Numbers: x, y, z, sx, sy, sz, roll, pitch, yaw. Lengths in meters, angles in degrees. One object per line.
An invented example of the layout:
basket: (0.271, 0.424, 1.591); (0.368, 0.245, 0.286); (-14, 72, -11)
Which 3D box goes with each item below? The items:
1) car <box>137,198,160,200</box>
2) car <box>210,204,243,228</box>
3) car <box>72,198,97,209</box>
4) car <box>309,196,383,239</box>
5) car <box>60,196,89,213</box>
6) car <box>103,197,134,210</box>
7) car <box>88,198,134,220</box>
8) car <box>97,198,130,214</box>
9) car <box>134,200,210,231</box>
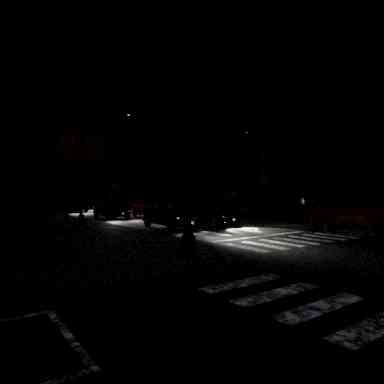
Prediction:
car: (-3.540, 1.313, 29.248); (2.097, 1.767, 4.553); (0, 0, -36)
car: (1.446, 1.538, 22.303); (1.994, 1.385, 4.181); (0, 0, -36)
car: (-14.430, 1.533, 44.475); (1.895, 1.301, 4.718); (0, 0, -35)
car: (9.048, 1.209, 17.642); (2.150, 2.045, 5.566); (0, 0, -36)
car: (-13.118, 1.494, 37.009); (2.033, 1.411, 5.357); (0, 0, -36)
car: (-9.747, 1.480, 43.799); (2.033, 1.411, 5.357); (0, 0, -36)
car: (-6.898, 1.468, 28.352); (1.837, 1.490, 4.892); (0, 0, -36)
car: (-8.669, 1.473, 36.404); (1.812, 1.442, 4.674); (0, 0, -36)
car: (-1.407, 1.469, 20.706); (2.128, 1.511, 4.902); (0, 0, -36)
